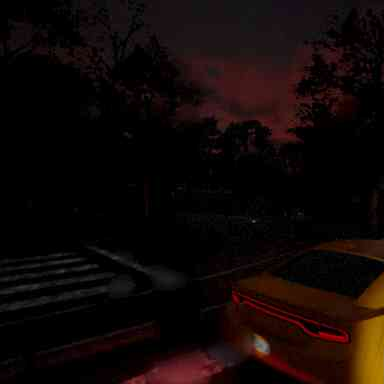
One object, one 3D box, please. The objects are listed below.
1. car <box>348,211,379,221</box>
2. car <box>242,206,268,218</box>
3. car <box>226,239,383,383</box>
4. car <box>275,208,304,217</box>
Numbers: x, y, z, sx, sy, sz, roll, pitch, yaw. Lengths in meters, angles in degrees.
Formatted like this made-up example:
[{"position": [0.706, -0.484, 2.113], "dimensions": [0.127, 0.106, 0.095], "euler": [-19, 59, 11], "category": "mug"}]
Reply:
[{"position": [26.375, 3.656, 50.522], "dimensions": [4.902, 1.511, 2.128], "euler": [2, -2, 11], "category": "car"}, {"position": [8.094, 2.546, 42.373], "dimensions": [1.837, 1.490, 4.892], "euler": [0, -3, 35], "category": "car"}, {"position": [2.800, 1.444, 4.833], "dimensions": [5.008, 1.535, 1.882], "euler": [0, 0, -33], "category": "car"}, {"position": [15.353, 3.206, 52.432], "dimensions": [4.902, 1.511, 2.128], "euler": [4, -2, -22], "category": "car"}]
